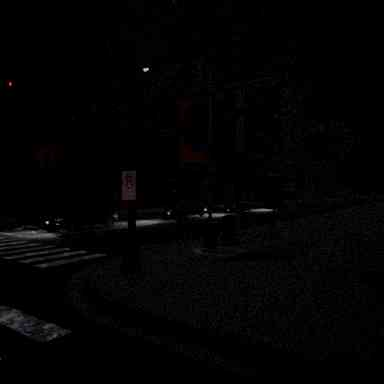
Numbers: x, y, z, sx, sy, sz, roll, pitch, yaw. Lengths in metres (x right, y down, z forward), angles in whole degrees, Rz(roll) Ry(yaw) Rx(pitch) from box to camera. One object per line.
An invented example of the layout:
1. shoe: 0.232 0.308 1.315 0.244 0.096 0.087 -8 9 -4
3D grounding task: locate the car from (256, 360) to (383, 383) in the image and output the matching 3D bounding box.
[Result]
1. car: 2.150 1.551 1.312 4.403 1.369 2.008 0 0 36

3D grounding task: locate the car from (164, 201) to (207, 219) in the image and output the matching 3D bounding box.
1. car: -0.541 1.529 29.854 2.128 1.511 4.902 0 0 35

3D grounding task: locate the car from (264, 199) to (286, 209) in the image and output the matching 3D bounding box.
1. car: 11.852 1.573 47.296 2.128 1.511 4.902 0 0 35

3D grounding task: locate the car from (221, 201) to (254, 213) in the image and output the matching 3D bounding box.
1. car: 5.220 1.658 37.995 1.895 1.301 4.718 0 0 35

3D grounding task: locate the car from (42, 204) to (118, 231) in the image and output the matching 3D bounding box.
1. car: -6.877 1.525 20.899 1.837 1.490 4.892 0 -1 34
